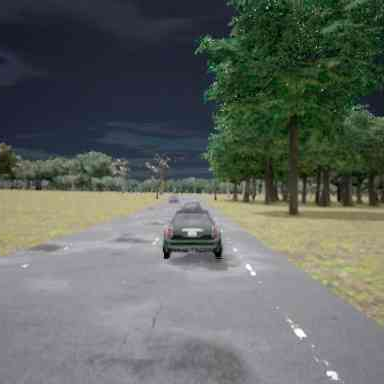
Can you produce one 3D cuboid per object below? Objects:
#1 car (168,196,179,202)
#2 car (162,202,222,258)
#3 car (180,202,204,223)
[{"bbox_3d":[-3.510,1.528,64.536,1.837,1.490,4.892,0,1,1],"label":"car"},{"bbox_3d":[0.023,1.449,13.405,2.097,1.767,4.553,0,0,0],"label":"car"},{"bbox_3d":[0.026,1.663,28.497,1.837,1.490,4.892,0,0,0],"label":"car"}]
